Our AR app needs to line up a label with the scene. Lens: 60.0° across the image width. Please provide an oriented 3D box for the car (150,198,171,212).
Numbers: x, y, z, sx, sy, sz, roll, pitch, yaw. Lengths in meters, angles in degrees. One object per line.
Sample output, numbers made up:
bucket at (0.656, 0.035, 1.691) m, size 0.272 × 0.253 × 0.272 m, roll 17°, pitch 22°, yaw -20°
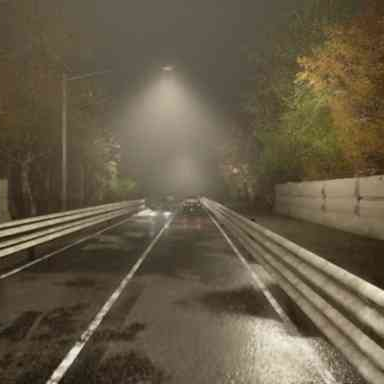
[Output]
car at (-3.337, 1.374, 36.137) m, size 1.812 × 1.442 × 4.674 m, roll 0°, pitch 0°, yaw 0°

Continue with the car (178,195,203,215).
car at (0.014, 1.335, 31.063) m, size 2.128 × 1.511 × 4.902 m, roll 0°, pitch 0°, yaw 0°

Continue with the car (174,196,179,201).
car at (-3.240, 1.680, 78.292) m, size 1.882 × 1.535 × 5.008 m, roll 0°, pitch -1°, yaw 0°

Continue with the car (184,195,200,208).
car at (0.056, 1.237, 45.250) m, size 2.097 × 1.767 × 4.553 m, roll 0°, pitch 0°, yaw 0°
